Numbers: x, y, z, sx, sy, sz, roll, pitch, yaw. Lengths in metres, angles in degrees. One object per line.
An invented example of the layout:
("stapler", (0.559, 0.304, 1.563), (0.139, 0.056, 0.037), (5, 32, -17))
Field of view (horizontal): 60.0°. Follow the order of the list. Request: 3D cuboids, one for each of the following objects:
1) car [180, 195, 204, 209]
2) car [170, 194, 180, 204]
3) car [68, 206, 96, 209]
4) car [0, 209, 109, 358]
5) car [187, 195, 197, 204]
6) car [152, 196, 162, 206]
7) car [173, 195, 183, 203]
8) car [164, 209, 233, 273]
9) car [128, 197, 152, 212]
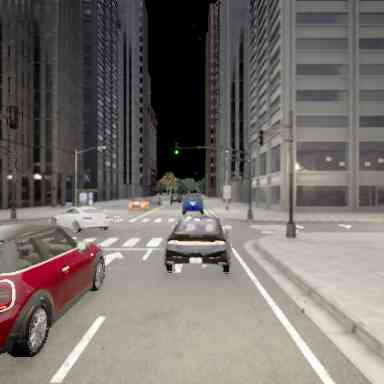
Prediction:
("car", (0.098, 1.328, 35.612), (2.150, 2.045, 5.566), (0, 0, 0))
("car", (-3.257, 1.423, 66.703), (2.150, 2.045, 5.566), (0, 0, 0))
("car", (-6.728, 1.586, 20.001), (1.812, 1.442, 4.674), (2, -1, -45))
("car", (-3.151, 1.373, 6.207), (2.097, 1.767, 4.553), (0, 0, 0))
("car", (-0.007, 1.555, 67.059), (2.097, 1.767, 4.553), (0, 0, 0))
("car", (-6.547, 1.527, 58.927), (2.097, 1.767, 4.553), (0, 0, 1))
("car", (-3.258, 1.506, 77.295), (2.097, 1.767, 4.553), (0, 0, 0))
("car", (0.283, 1.526, 10.818), (2.128, 1.511, 4.902), (0, 0, 4))
("car", (-6.589, 1.474, 41.493), (2.097, 1.767, 4.553), (0, 0, 0))
